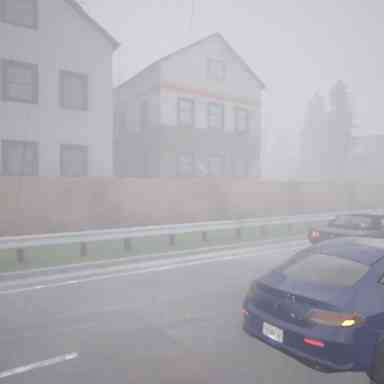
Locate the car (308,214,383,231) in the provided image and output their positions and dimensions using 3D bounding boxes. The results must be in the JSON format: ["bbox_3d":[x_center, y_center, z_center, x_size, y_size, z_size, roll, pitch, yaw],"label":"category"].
[{"bbox_3d":[6.274,1.408,11.644,4.718,1.301,1.895,-1,1,-34],"label":"car"}]

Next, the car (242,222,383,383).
[{"bbox_3d":[2.851,1.438,5.141,4.674,1.442,1.812,-1,1,-34],"label":"car"}]
